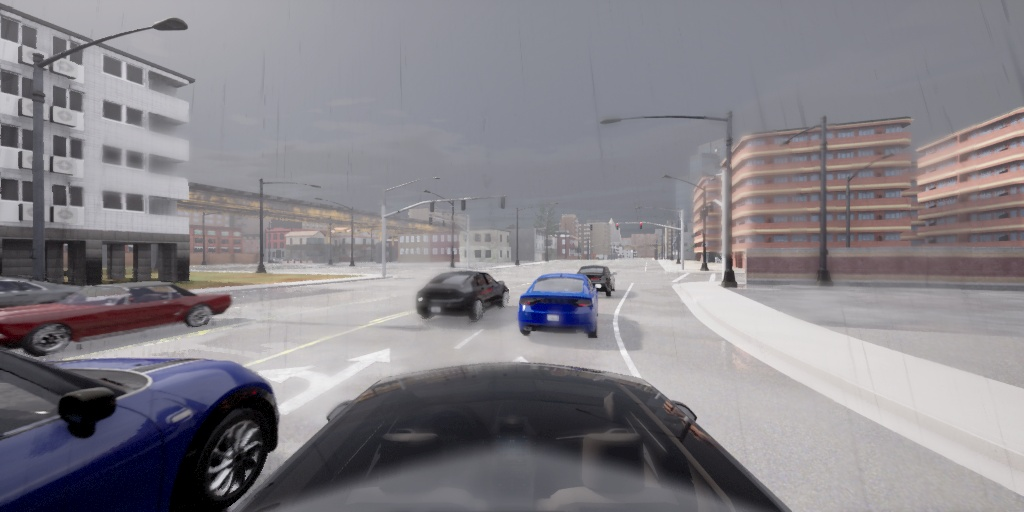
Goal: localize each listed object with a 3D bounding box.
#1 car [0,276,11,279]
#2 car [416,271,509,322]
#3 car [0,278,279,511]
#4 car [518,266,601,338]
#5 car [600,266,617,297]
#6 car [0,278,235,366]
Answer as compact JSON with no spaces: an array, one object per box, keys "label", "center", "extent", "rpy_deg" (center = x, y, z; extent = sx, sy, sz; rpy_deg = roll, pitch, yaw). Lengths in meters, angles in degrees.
[{"label":"car","center":[-13.364,1.241,8.256],"extent":[2.128,1.511,4.902],"rpy_deg":[0,0,9]},{"label":"car","center":[-1.512,1.257,12.500],"extent":[1.837,1.490,4.892],"rpy_deg":[0,0,15]},{"label":"car","center":[-3.235,1.101,1.486],"extent":[2.097,1.767,4.553],"rpy_deg":[0,0,0]},{"label":"car","center":[1.516,1.228,10.356],"extent":[1.882,1.535,5.008],"rpy_deg":[0,0,14]},{"label":"car","center":[4.475,1.255,19.268],"extent":[1.837,1.490,4.892],"rpy_deg":[0,0,20]},{"label":"car","center":[-9.815,1.351,8.816],"extent":[1.895,1.301,4.718],"rpy_deg":[0,0,10]}]
